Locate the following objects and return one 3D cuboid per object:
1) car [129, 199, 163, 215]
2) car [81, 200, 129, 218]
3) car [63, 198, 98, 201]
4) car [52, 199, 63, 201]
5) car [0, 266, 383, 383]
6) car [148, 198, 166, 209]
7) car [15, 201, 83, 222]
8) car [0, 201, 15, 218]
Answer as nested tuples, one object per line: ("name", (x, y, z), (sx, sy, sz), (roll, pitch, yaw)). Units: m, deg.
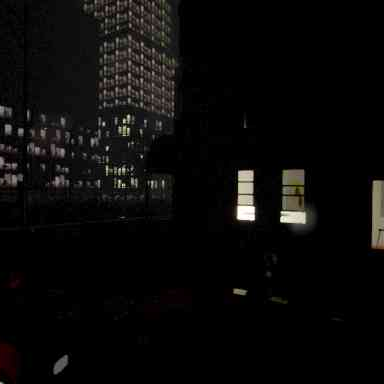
("car", (-5.513, 1.779, 36.478), (1.802, 1.307, 4.206), (1, 0, 34))
("car", (-8.604, 1.737, 31.953), (1.947, 1.339, 4.313), (1, 0, 34))
("car", (-11.662, 1.586, 37.956), (2.128, 1.511, 4.902), (1, 0, 34))
("car", (-15.138, 1.482, 37.699), (1.967, 1.590, 4.097), (1, 0, 34))
("car", (-0.011, 1.545, 2.832), (4.507, 1.381, 1.887), (0, 1, 34))
("car", (-5.635, 1.638, 46.757), (2.128, 1.511, 4.902), (1, 0, 35))
("car", (-11.696, 1.696, 27.426), (2.008, 1.369, 4.403), (1, 0, 34))
("car", (-17.530, 1.550, 29.373), (1.837, 1.490, 4.892), (1, 0, 34))
